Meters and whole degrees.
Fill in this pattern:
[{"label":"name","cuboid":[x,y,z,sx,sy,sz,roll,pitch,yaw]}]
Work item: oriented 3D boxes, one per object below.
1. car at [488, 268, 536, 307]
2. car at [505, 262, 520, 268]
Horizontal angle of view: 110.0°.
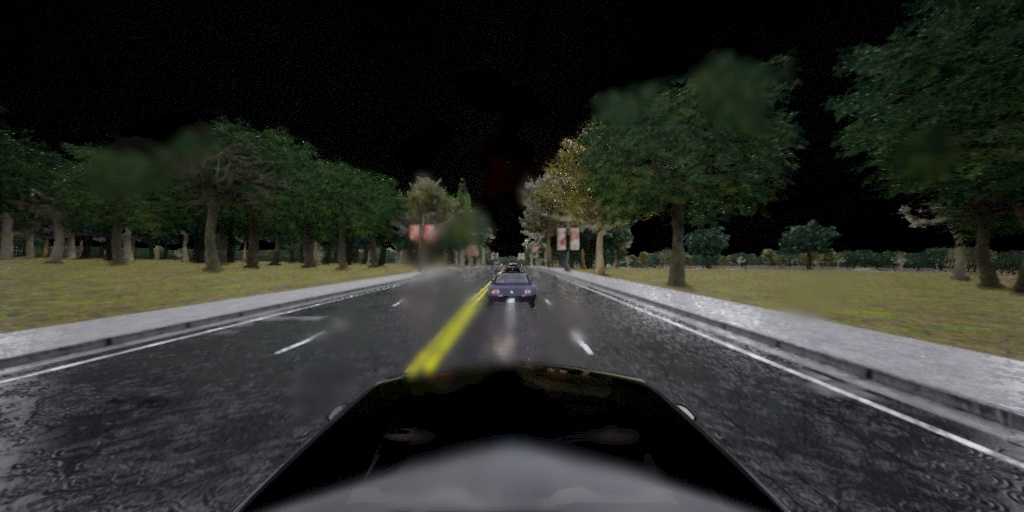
[{"label":"car","cuboid":[0.001,1.399,15.811,1.895,1.301,4.718,0,0,0]},{"label":"car","cuboid":[0.102,1.512,48.314,1.837,1.490,4.892,0,0,0]}]
